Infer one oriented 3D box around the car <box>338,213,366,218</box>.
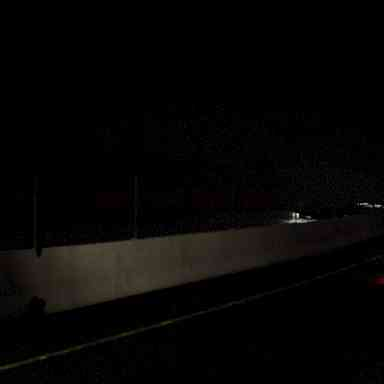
[{"bbox_3d":[12.793,1.655,26.501,1.994,1.385,4.181,0,0,38],"label":"car"}]
